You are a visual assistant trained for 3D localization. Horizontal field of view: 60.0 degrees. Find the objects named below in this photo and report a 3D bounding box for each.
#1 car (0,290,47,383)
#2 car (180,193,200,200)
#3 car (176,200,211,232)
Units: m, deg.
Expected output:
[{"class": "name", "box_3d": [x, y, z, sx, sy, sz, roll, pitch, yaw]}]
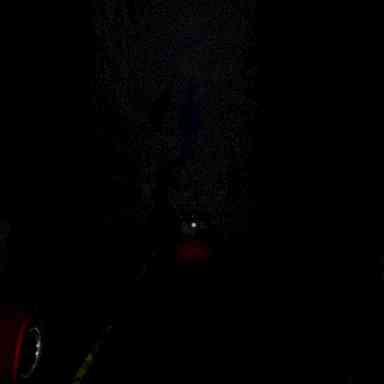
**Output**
[{"class": "car", "box_3d": [-2.851, 1.563, 2.568, 1.994, 1.385, 4.181, 0, 0, 0]}, {"class": "car", "box_3d": [0.092, 1.277, 36.485, 2.097, 1.767, 4.553, 0, 0, 0]}, {"class": "car", "box_3d": [0.094, 1.479, 20.038, 1.837, 1.490, 4.892, 0, 0, 0]}]
